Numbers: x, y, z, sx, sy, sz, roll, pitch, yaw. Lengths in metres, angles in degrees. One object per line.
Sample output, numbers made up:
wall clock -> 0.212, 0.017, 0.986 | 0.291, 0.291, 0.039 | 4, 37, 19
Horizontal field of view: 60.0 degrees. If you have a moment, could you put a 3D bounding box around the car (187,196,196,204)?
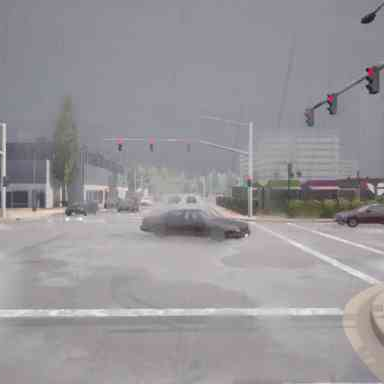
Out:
car -> -0.108, 1.491, 64.565 | 2.128, 1.511, 4.902 | 0, 0, 0

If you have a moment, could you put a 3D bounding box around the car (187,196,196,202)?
car -> -0.125, 1.468, 74.870 | 1.895, 1.301, 4.718 | 0, 0, 0

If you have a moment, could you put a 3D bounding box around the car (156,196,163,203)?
car -> -7.116, 1.471, 69.140 | 1.994, 1.385, 4.181 | 0, 0, 0

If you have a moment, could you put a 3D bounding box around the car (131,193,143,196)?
car -> -10.635, 1.224, 65.515 | 2.150, 2.045, 5.566 | 0, 0, 0

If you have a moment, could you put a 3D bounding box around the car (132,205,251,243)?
car -> 0.039, 1.547, 16.031 | 5.357, 1.411, 2.033 | 0, 0, 27

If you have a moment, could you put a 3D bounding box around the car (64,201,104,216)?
car -> -10.654, 1.547, 32.583 | 2.033, 1.411, 5.357 | 0, 0, 0

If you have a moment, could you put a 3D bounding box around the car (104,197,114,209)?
car -> -10.674, 1.505, 45.333 | 1.837, 1.490, 4.892 | 0, 0, 0

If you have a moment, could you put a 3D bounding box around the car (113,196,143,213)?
car -> -7.163, 1.504, 37.675 | 1.837, 1.490, 4.892 | 0, 0, 0

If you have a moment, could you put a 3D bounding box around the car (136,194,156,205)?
car -> -7.172, 1.526, 52.130 | 1.812, 1.442, 4.674 | 0, 0, 0

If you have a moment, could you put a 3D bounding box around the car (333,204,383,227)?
car -> 11.769, 1.526, 21.917 | 4.674, 1.442, 1.812 | 0, 0, 1

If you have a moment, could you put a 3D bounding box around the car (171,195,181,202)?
car -> -3.625, 1.425, 74.832 | 1.994, 1.385, 4.181 | 0, 0, 0

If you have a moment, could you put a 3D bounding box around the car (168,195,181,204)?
car -> -3.608, 1.547, 64.559 | 2.033, 1.411, 5.357 | 0, 0, 0
